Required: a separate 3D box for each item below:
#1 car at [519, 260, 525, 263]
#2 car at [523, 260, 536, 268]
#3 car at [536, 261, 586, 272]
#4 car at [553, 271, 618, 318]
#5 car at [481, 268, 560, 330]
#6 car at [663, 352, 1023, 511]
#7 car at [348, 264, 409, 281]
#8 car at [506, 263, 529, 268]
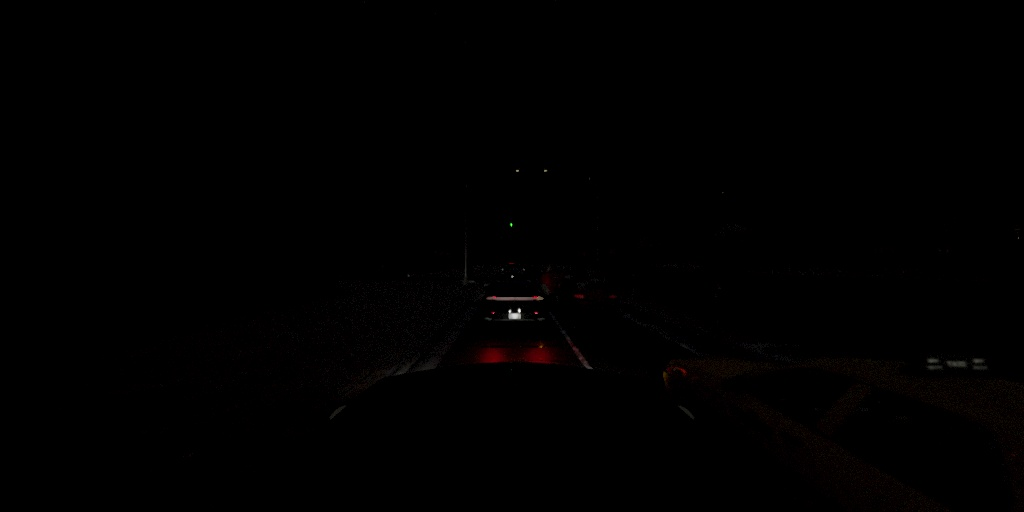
[{"bbox_3d":[2.693,1.751,61.346,1.888,1.381,4.507,0,0,0],"label":"car"},{"bbox_3d":[2.678,1.609,45.035,1.888,1.381,4.507,0,0,0],"label":"car"},{"bbox_3d":[2.654,1.175,18.607,2.192,1.841,5.009,0,0,0],"label":"car"},{"bbox_3d":[2.649,1.405,13.158,1.802,1.307,4.207,0,0,0],"label":"car"},{"bbox_3d":[0.085,1.304,11.418,2.128,1.511,4.902,0,0,0],"label":"car"},{"bbox_3d":[2.639,1.279,2.430,1.751,1.417,4.829,0,0,0],"label":"car"},{"bbox_3d":[-11.162,1.402,30.200,4.902,1.511,2.128,0,-1,0],"label":"car"},{"bbox_3d":[0.107,1.499,28.768,1.994,1.385,4.181,0,0,0],"label":"car"}]
